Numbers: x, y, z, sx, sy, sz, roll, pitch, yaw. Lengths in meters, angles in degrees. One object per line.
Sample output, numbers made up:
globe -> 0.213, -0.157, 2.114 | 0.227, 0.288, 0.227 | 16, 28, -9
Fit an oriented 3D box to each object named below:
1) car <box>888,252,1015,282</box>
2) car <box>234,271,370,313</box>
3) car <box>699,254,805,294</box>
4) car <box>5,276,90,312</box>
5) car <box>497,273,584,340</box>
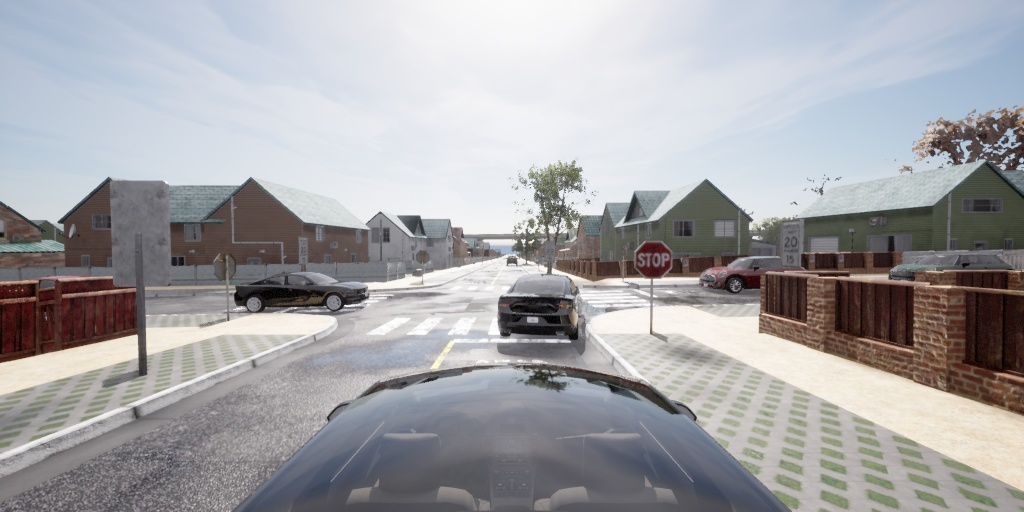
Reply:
car -> 21.707, 0.646, 17.809 | 4.553, 1.767, 2.097 | -1, 2, 0
car -> -8.464, 1.377, 14.664 | 5.008, 1.535, 1.882 | -1, 2, 0
car -> 11.812, 0.820, 17.740 | 4.553, 1.767, 2.097 | -1, 2, 0
car -> -18.017, 1.547, 14.604 | 5.008, 1.535, 1.882 | -1, 2, 0
car -> 0.960, 1.225, 10.134 | 1.882, 1.535, 5.008 | 0, 0, 12
